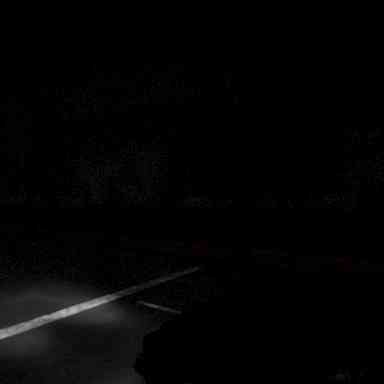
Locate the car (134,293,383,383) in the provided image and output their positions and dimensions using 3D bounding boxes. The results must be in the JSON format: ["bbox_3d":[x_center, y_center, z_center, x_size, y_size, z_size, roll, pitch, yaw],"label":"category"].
[{"bbox_3d":[1.759,1.601,2.715,4.718,1.301,1.895,0,0,36],"label":"car"}]
